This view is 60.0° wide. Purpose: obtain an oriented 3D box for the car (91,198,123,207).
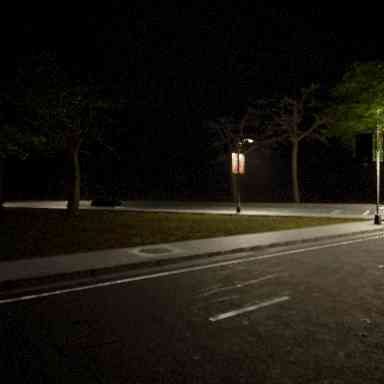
[{"bbox_3d":[-13.008,1.587,50.677,5.357,1.411,2.033,0,0,32],"label":"car"}]
